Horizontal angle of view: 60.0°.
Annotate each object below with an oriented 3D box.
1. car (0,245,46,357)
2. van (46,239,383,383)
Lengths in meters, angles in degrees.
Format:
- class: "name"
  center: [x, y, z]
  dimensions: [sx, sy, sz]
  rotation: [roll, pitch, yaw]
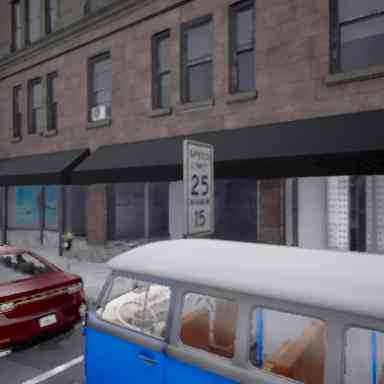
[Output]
- class: "car"
  center: [-3.746, 1.606, 5.748]
  dimensions: [4.507, 1.381, 1.887]
  rotation: [-1, 0, 36]
- class: "van"
  center: [0.860, 1.347, 2.461]
  dimensions: [3.998, 1.788, 1.690]
  rotation: [-1, 0, 36]
